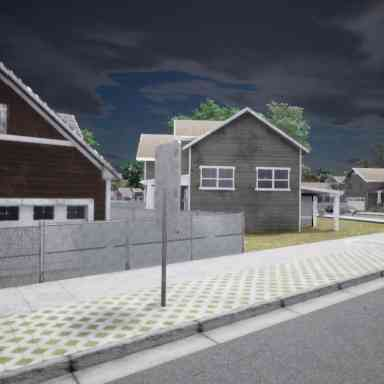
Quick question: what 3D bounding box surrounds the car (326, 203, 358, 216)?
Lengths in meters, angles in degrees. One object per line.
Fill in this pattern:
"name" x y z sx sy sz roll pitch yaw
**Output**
"car" 18.532 2.145 41.274 2.128 1.511 4.902 1 -2 -6
